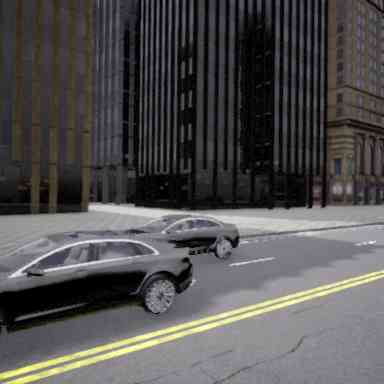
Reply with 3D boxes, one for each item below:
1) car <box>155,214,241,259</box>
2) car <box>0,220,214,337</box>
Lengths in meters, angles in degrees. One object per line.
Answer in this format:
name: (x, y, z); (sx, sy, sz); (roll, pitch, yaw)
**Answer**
car: (-0.551, 1.529, 11.205); (4.902, 1.511, 2.128); (0, 0, -35)
car: (-2.234, 1.502, 6.049); (4.902, 1.511, 2.128); (0, 0, -35)
